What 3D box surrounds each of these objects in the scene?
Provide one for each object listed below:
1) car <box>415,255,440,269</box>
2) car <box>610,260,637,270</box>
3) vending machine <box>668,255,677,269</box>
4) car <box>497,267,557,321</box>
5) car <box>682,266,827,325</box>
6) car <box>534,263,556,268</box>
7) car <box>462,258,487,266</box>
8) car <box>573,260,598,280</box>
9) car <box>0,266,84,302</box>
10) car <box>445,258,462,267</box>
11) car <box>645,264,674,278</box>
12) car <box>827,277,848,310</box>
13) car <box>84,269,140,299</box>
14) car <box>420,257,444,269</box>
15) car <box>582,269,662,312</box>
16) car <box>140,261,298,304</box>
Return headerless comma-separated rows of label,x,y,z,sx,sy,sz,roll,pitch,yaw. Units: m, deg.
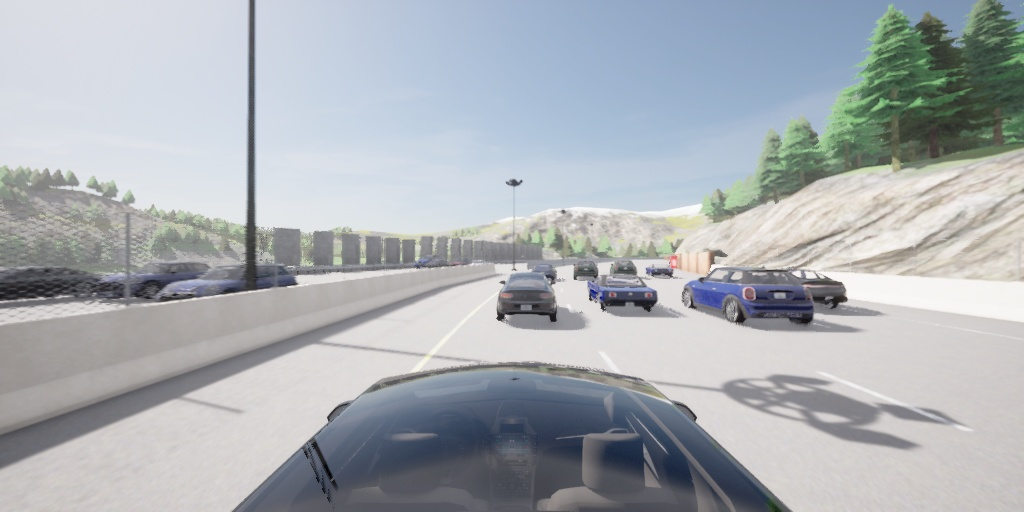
car,-13.000,0.936,56.251,2.150,2.045,5.566,0,0,17
car,10.471,1.127,33.861,2.097,1.767,4.553,0,0,11
vending machine,25.816,1.007,57.200,1.100,2.100,0.880,0,0,21
car,0.535,1.277,12.339,1.812,1.442,4.674,0,0,3
car,7.556,1.120,12.056,2.097,1.767,4.553,0,0,3
car,2.792,1.320,30.838,1.994,1.385,4.181,0,0,10
car,-4.573,1.263,47.417,1.812,1.442,4.674,0,0,14
car,6.517,1.117,31.836,2.097,1.767,4.553,0,0,10
car,-20.493,1.204,15.046,1.837,1.490,4.892,0,0,5
car,-7.332,1.084,50.595,2.097,1.767,4.553,0,0,16
car,14.235,1.385,34.932,1.895,1.301,4.718,0,0,12
car,11.276,1.269,14.948,2.128,1.511,4.902,0,0,5
car,-16.785,1.060,17.357,2.097,1.767,4.553,0,0,5
car,-10.796,1.225,51.225,1.837,1.490,4.892,0,0,15
car,4.188,1.361,14.436,1.895,1.301,4.718,0,0,4
car,-10.101,1.077,13.166,2.097,1.767,4.553,0,0,4
